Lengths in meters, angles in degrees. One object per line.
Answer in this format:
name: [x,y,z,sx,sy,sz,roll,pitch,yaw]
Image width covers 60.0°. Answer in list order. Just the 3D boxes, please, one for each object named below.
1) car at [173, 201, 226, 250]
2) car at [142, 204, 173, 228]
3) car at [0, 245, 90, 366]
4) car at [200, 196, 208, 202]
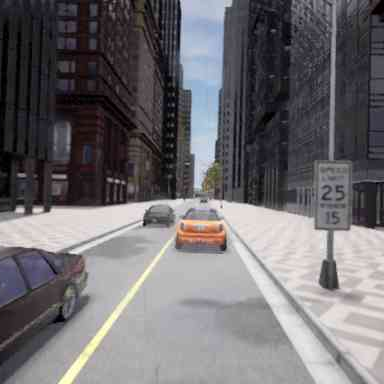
car: [0.457,1.514,15.595,2.097,1.767,4.553,2,-1,2]
car: [-2.322,1.637,24.206,1.882,1.535,5.008,2,-1,2]
car: [-3.053,1.503,4.479,2.033,1.411,5.357,2,-1,2]
car: [3.293,2.324,93.774,2.097,1.767,4.553,2,-1,2]
